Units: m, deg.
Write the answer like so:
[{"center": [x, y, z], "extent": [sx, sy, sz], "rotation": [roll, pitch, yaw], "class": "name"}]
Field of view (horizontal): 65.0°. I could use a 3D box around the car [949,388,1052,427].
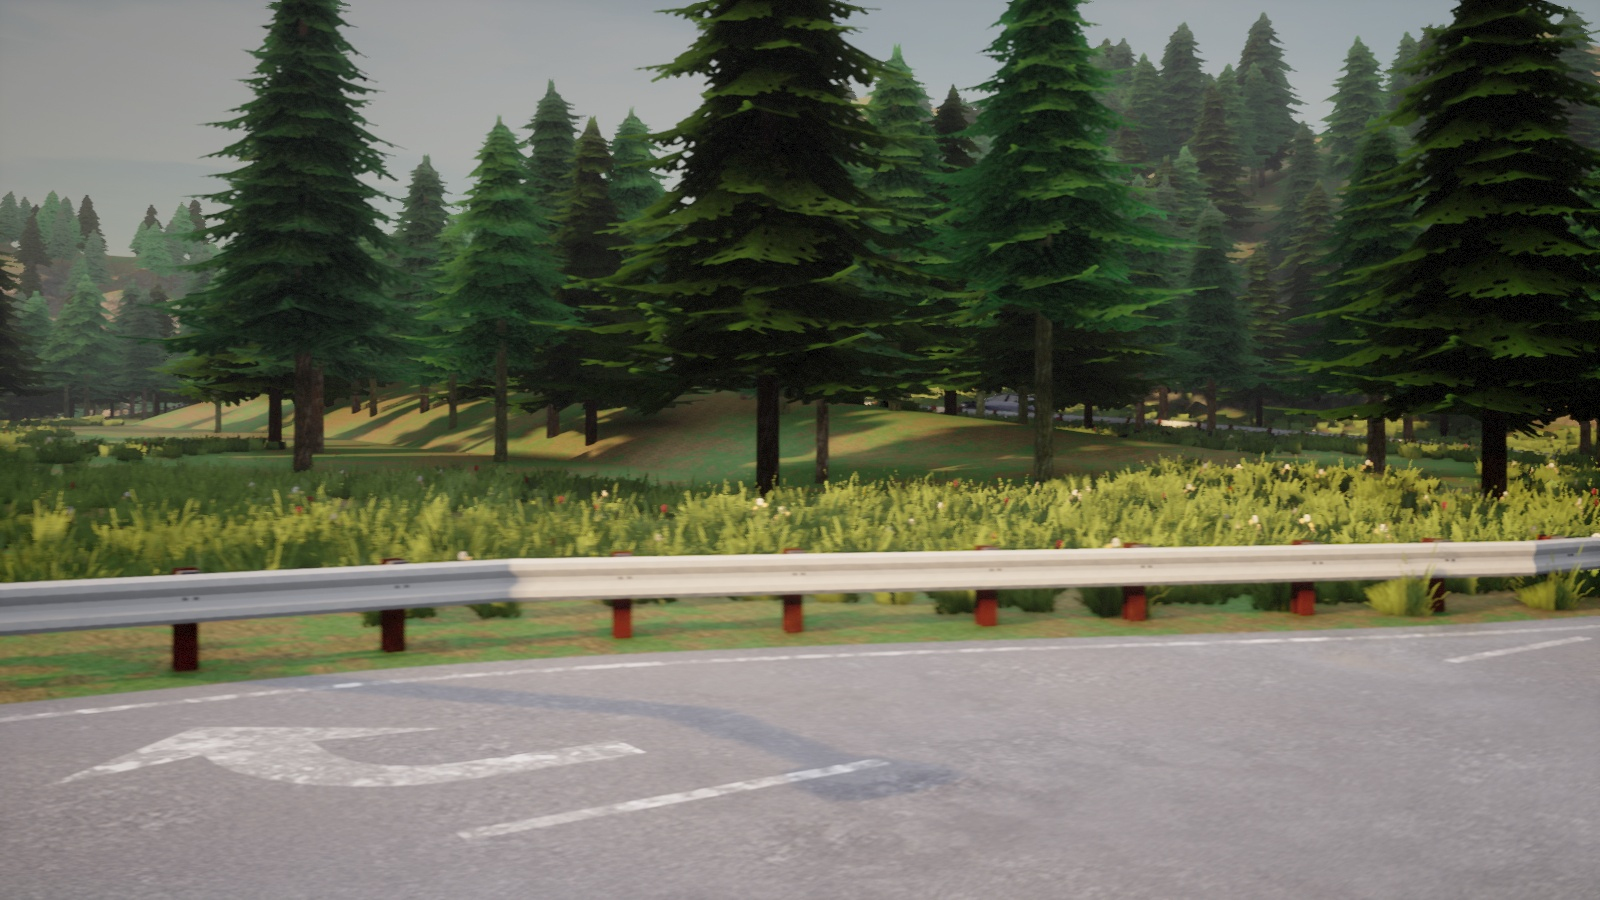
[{"center": [10.490, -2.232, 65.702], "extent": [4.856, 1.649, 2.033], "rotation": [5, 2, 23], "class": "car"}]
